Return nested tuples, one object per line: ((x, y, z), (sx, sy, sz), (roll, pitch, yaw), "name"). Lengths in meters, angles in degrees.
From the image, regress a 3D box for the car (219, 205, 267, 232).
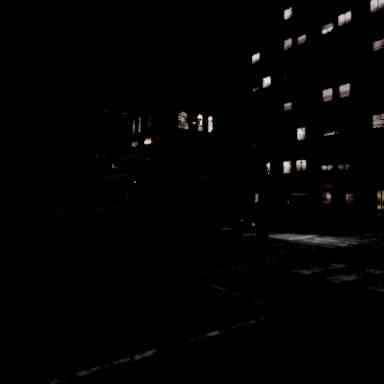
((2.648, 1.930, 24.064), (2.128, 1.511, 4.902), (0, -1, -36), "car")

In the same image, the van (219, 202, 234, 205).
((2.692, 1.943, 33.822), (1.690, 1.788, 3.998), (-1, 0, -36), "van")

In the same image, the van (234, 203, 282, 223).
((5.950, 1.853, 29.344), (1.690, 1.788, 3.998), (-1, 0, -36), "van")
